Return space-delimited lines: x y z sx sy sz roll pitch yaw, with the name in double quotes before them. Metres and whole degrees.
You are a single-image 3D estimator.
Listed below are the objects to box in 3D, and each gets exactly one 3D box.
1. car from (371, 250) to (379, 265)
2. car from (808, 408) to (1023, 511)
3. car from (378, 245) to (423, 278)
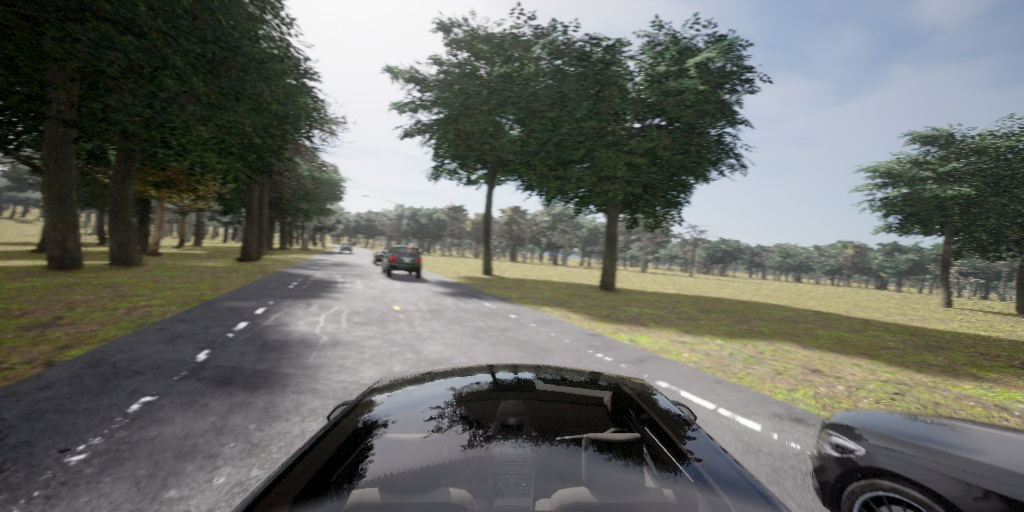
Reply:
"car" -13.177 0.136 36.637 1.837 1.490 4.892 5 0 -24
"car" 4.070 1.620 1.338 1.812 1.442 4.674 5 0 -25
"car" -7.500 0.306 24.317 2.150 2.045 5.566 5 0 -25
